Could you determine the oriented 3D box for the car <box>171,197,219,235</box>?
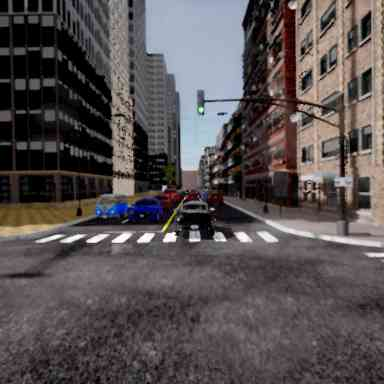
[{"bbox_3d":[0.107,1.231,16.820,1.837,1.490,4.892,-1,1,0],"label":"car"}]

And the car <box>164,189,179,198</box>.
[{"bbox_3d":[-3.045,0.571,46.986,2.150,2.045,5.566,-1,1,1],"label":"car"}]

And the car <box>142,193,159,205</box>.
[{"bbox_3d":[-5.683,0.931,45.786,1.752,1.417,4.829,-1,1,0],"label":"car"}]

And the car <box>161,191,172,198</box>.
[{"bbox_3d":[-5.670,0.568,73.709,2.008,1.369,4.403,-1,1,0],"label":"car"}]

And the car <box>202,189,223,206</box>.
[{"bbox_3d":[2.690,0.668,40.399,2.192,1.841,5.009,-1,1,0],"label":"car"}]

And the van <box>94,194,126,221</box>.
[{"bbox_3d":[-5.696,1.058,23.752,1.690,1.788,3.998,-1,1,0],"label":"van"}]

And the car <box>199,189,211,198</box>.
[{"bbox_3d":[2.703,0.280,68.150,2.192,1.841,5.009,-1,1,0],"label":"car"}]

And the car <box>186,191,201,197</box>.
[{"bbox_3d":[0.015,0.777,53.244,1.994,1.385,4.181,-1,1,0],"label":"car"}]

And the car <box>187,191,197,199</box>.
[{"bbox_3d":[0.017,0.552,63.248,1.882,1.535,5.008,-1,1,0],"label":"car"}]

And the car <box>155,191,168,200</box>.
[{"bbox_3d":[-5.677,0.610,62.606,1.967,1.590,4.097,-1,1,0],"label":"car"}]

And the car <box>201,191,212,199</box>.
[{"bbox_3d":[2.705,0.593,62.603,2.008,1.369,4.403,-1,1,0],"label":"car"}]

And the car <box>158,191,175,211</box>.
[{"bbox_3d":[-3.080,1.023,33.043,1.882,1.535,5.008,-1,1,0],"label":"car"}]

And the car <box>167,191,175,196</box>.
[{"bbox_3d":[-5.662,0.341,90.359,2.008,1.369,4.403,-1,1,0],"label":"car"}]

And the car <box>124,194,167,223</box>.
[{"bbox_3d":[-3.092,1.165,23.034,1.882,1.535,5.008,-1,1,0],"label":"car"}]
